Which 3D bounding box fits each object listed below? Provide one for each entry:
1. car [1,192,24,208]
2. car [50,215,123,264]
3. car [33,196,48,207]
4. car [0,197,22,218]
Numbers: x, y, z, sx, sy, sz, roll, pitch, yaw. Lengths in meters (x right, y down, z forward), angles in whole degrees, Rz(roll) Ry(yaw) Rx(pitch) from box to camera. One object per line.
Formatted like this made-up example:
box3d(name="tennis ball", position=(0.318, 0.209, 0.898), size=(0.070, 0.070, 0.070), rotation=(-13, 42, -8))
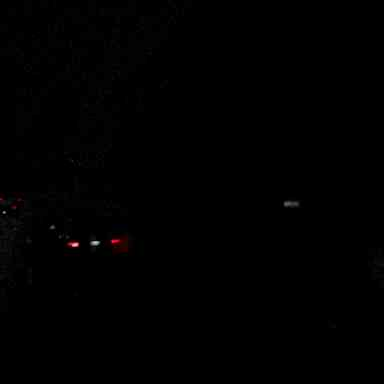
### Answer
box3d(name="car", position=(-21.955, 1.053, 40.648), size=(2.150, 2.045, 5.566), rotation=(0, 1, -26))
box3d(name="car", position=(-3.921, 1.536, 11.922), size=(2.033, 1.411, 5.357), rotation=(0, 0, -26))
box3d(name="car", position=(-21.143, 1.280, 46.436), size=(2.128, 1.511, 4.902), rotation=(0, 0, -27))
box3d(name="car", position=(-16.127, 1.443, 29.032), size=(1.812, 1.442, 4.674), rotation=(0, 0, -26))
